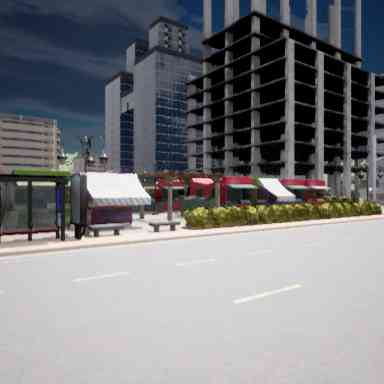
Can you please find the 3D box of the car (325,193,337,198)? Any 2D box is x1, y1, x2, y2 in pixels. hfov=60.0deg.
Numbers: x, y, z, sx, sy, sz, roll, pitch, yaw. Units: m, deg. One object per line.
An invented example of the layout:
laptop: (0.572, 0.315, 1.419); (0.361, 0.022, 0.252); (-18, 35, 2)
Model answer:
car: (27.301, 1.074, 69.307); (1.905, 1.878, 3.866); (0, 0, -36)

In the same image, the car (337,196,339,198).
car: (29.692, 1.074, 71.018); (1.905, 1.878, 3.866); (0, 0, -36)
